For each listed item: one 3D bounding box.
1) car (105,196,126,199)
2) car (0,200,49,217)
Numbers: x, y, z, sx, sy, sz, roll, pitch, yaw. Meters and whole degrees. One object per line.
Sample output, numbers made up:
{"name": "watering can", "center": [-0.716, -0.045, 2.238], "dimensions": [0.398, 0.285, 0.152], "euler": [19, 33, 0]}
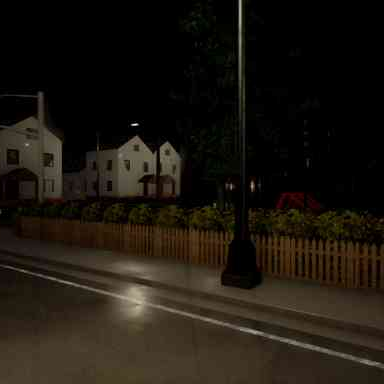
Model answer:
{"name": "car", "center": [-9.400, 1.352, 38.817], "dimensions": [2.097, 1.767, 4.553], "euler": [0, 0, 35]}
{"name": "car", "center": [-15.048, 1.491, 30.648], "dimensions": [2.128, 1.511, 4.902], "euler": [0, 0, 35]}
